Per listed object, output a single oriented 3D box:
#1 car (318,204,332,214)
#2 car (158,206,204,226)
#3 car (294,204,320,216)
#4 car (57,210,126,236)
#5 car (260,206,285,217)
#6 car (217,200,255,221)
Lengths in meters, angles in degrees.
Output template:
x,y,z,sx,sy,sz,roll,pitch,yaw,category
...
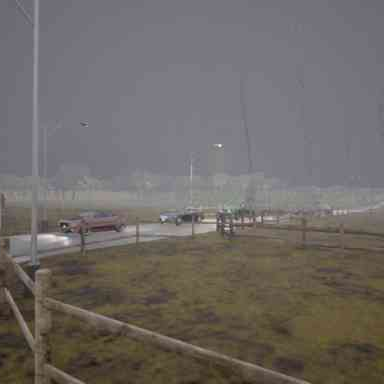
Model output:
x,y,z,sx,sy,sz,roll,pitch,yaw,category
21.719,2.778,54.979,2.097,1.767,4.553,1,-1,36,car
-0.821,1.957,27.900,2.128,1.511,4.902,1,-1,35,car
15.966,2.744,46.758,1.895,1.301,4.718,1,-1,35,car
-6.065,1.831,20.419,1.994,1.385,4.181,1,-1,36,car
10.763,2.565,44.380,1.895,1.301,4.718,1,-1,36,car
4.881,1.923,36.034,2.150,2.045,5.566,1,-1,35,car
